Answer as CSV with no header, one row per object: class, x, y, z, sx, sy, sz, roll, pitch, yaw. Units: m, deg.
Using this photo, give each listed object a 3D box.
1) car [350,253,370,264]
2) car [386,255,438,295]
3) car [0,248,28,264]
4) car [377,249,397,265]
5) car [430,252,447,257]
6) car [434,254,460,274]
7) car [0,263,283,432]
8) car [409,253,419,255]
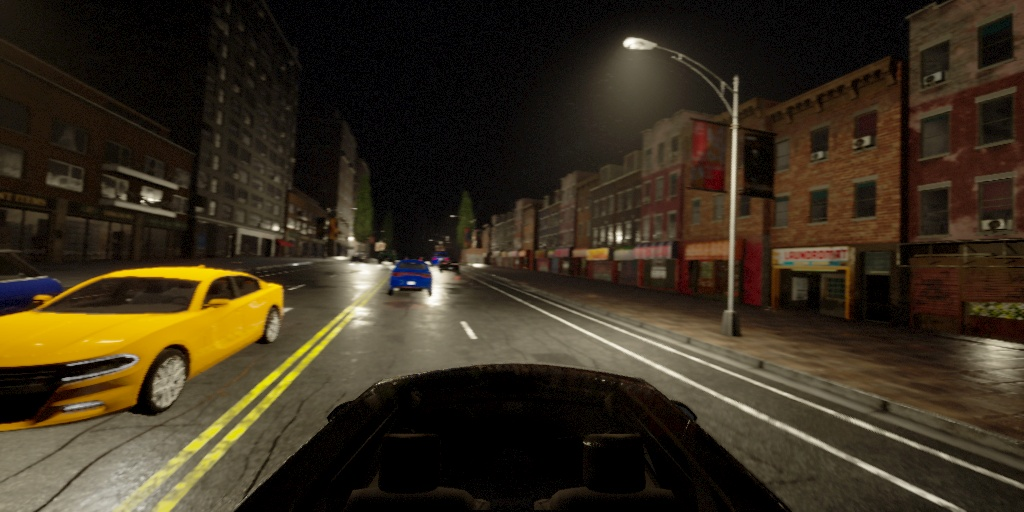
car,-19.620,0.279,46.492,2.033,1.411,5.357,3,-1,-15
car,-4.817,0.931,17.277,1.882,1.535,5.008,3,0,-15
car,-8.172,0.621,4.087,2.097,1.767,4.553,3,0,-15
car,-16.608,0.136,47.856,2.150,2.045,5.566,3,-1,-15
car,-9.311,0.520,46.011,2.150,2.045,5.566,3,0,-15
car,-6.093,0.885,34.413,2.128,1.511,4.902,3,0,-15
car,-5.169,0.921,5.384,1.882,1.535,5.008,3,0,-15
car,-12.273,0.470,44.870,2.097,1.767,4.553,3,-1,-15
